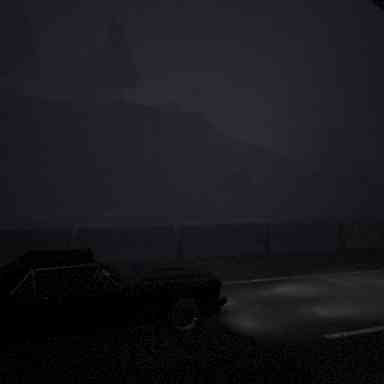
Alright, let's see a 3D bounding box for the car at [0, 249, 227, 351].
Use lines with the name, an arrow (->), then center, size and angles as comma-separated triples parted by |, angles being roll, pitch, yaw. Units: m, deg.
car -> -1.843, 1.665, 5.609 | 4.718, 1.301, 1.895 | 0, -1, -20
